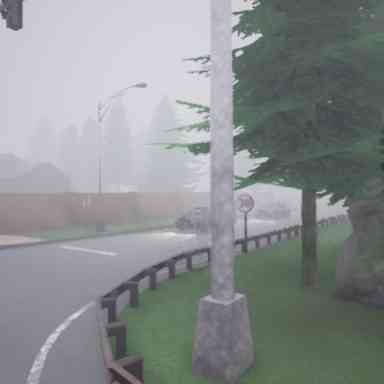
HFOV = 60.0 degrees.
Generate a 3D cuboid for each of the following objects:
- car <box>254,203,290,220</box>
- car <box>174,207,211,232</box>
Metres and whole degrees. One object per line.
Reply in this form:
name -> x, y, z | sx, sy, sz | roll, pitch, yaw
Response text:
car -> 7.163, 1.660, 29.517 | 1.994, 1.385, 4.181 | -1, 0, 37
car -> 0.769, 1.662, 20.836 | 1.994, 1.385, 4.181 | -1, 0, 36
